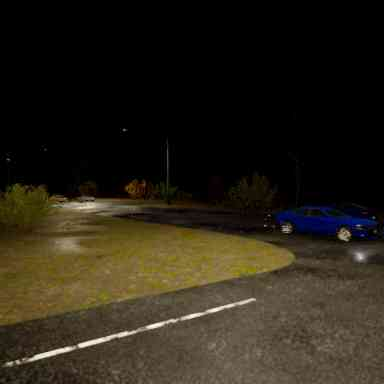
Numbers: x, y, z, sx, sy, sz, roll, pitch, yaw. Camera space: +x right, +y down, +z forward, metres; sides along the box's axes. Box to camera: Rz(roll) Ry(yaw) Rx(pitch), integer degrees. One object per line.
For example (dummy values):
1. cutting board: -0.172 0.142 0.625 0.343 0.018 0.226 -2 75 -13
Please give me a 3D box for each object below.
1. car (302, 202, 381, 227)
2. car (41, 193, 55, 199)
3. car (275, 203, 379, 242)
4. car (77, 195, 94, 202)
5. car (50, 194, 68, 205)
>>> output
1. car: 10.249 1.471 23.128 1.812 1.442 4.674 0 0 -37
2. car: -37.288 1.029 85.912 2.128 1.511 4.902 0 0 -37
3. car: 6.493 1.449 16.493 1.882 1.535 5.008 0 0 -37
4. car: -20.385 1.285 63.588 1.895 1.301 4.718 0 0 -37
5. car: -21.484 1.226 53.501 1.882 1.535 5.008 0 1 -37
